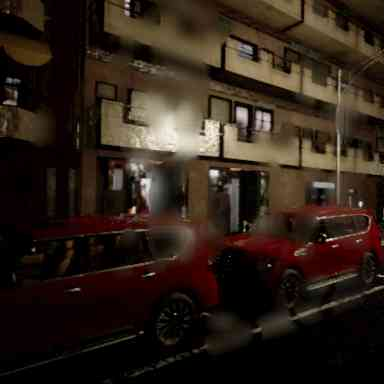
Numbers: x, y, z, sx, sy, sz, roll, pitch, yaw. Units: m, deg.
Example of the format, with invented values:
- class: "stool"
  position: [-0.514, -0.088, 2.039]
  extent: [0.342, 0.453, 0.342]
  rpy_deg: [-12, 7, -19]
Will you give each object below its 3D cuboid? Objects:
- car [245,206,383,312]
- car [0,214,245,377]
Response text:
- class: "car"
  position: [2.607, 1.321, 7.952]
  extent: [5.009, 1.841, 2.192]
  rpy_deg: [0, 1, -36]
- class: "car"
  position: [-1.886, 1.316, 4.728]
  extent: [5.009, 1.841, 2.192]
  rpy_deg: [0, 1, -36]
